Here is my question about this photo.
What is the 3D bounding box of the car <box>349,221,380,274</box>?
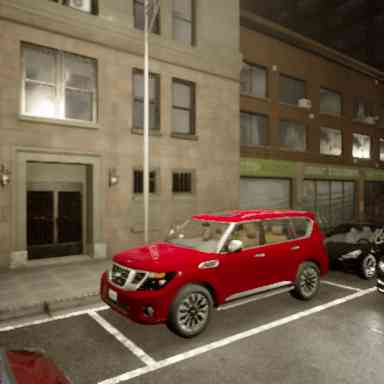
[{"bbox_3d":[5.217,1.574,10.049,4.313,1.339,1.947,0,0,-36],"label":"car"}]

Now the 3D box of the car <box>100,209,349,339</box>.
[{"bbox_3d":[0.766,1.325,6.812,5.009,1.841,2.192,0,0,-36],"label":"car"}]

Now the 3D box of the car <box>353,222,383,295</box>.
[{"bbox_3d":[5.986,1.494,7.435,4.902,1.511,2.128,0,0,-36],"label":"car"}]

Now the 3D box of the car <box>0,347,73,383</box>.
[{"bbox_3d":[-2.494,1.571,1.259,4.181,1.385,1.994,0,0,-36],"label":"car"}]
